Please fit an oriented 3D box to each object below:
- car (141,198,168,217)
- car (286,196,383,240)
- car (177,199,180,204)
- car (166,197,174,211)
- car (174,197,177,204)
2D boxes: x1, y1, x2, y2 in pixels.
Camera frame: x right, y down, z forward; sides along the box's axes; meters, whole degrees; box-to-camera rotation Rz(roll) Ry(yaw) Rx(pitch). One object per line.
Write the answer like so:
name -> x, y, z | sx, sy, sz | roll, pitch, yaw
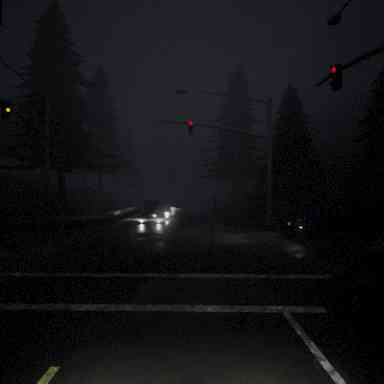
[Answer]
car -> -3.619, 1.505, 31.239 | 1.837, 1.490, 4.892 | 0, 0, 0
car -> 7.527, 1.207, 16.289 | 5.566, 2.045, 2.150 | 0, 0, -1
car -> -4.055, 1.564, 61.744 | 1.994, 1.385, 4.181 | 0, 0, -39
car -> -3.624, 1.601, 40.530 | 1.895, 1.301, 4.718 | 0, 0, 0
car -> -3.873, 1.601, 51.078 | 1.895, 1.301, 4.718 | 0, 0, -8
